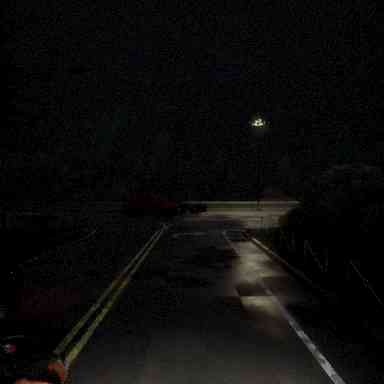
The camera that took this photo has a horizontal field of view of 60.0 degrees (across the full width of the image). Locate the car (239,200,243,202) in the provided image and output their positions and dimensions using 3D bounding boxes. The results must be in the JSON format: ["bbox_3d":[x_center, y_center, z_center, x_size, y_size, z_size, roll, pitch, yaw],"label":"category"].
[{"bbox_3d":[10.742,1.700,59.127,4.892,1.490,1.837,0,0,-1],"label":"car"}]

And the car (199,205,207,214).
[{"bbox_3d":[-0.689,1.797,37.781,4.718,1.301,1.895,0,0,-1],"label":"car"}]

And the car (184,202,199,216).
[{"bbox_3d":[-1.965,1.702,34.264,4.892,1.490,1.837,0,0,-1],"label":"car"}]

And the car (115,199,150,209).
[{"bbox_3d":[-8.622,1.721,48.380,4.674,1.442,1.812,0,0,-1],"label":"car"}]

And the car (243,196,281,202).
[{"bbox_3d":[10.552,1.673,48.627,5.008,1.535,1.882,0,0,-1],"label":"car"}]

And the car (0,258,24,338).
[{"bbox_3d":[-3.604,1.491,3.362,2.128,1.511,4.902,0,0,0],"label":"car"}]

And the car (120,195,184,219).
[{"bbox_3d":[-3.771,1.419,30.739,5.566,2.045,2.150,0,0,-1],"label":"car"}]

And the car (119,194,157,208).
[{"bbox_3d":[-8.385,1.419,51.883,5.566,2.045,2.150,0,0,-1],"label":"car"}]

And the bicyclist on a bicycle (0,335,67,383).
[{"bbox_3d":[-1.855,1.935,3.276,1.620,0.582,1.656,5,7,20],"label":"bicyclist on a bicycle"}]
